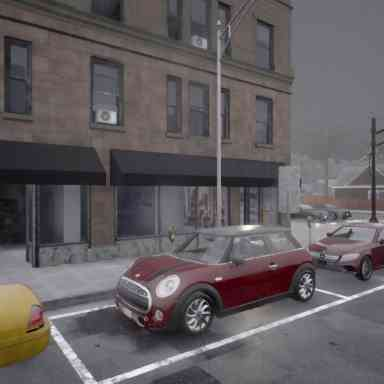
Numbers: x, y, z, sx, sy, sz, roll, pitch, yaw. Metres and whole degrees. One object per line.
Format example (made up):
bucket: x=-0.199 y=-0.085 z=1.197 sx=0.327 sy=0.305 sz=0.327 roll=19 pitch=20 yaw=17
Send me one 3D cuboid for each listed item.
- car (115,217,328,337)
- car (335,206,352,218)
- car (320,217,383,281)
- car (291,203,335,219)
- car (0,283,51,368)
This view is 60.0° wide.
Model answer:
car: x=0.568 y=1.440 z=6.598 sx=4.097 sy=1.590 sz=1.967 roll=0 pitch=0 yaw=-36
car: x=11.517 y=1.659 z=28.761 sx=1.994 sy=1.385 sz=4.181 roll=0 pitch=0 yaw=-36
car: x=5.055 y=1.582 z=9.811 sx=4.206 sy=1.307 sz=1.802 roll=0 pitch=0 yaw=-36
car: x=8.748 y=1.623 z=27.049 sx=1.812 sy=1.442 sz=4.674 roll=0 pitch=0 yaw=-36
car: x=-4.057 y=1.525 z=3.285 sx=4.829 sy=1.417 sz=1.752 roll=0 pitch=0 yaw=-36
